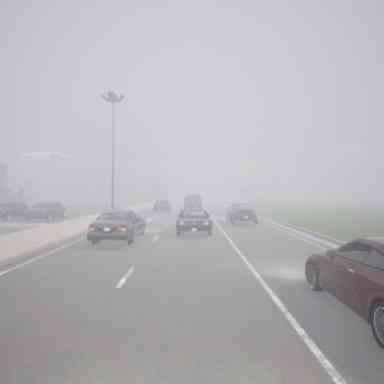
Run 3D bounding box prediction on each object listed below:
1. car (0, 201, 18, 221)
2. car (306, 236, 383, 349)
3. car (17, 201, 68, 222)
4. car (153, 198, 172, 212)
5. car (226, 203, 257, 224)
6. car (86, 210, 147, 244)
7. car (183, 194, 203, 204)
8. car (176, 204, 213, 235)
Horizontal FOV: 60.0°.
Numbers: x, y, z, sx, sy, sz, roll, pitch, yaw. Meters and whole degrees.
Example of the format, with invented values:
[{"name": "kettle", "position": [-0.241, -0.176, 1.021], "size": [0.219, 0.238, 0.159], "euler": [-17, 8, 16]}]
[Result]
[{"name": "car", "position": [-14.996, 1.501, 27.195], "size": [1.837, 1.490, 4.892], "euler": [0, 0, 0]}, {"name": "car", "position": [3.606, 1.524, 5.989], "size": [1.812, 1.442, 4.674], "euler": [0, 0, 0]}, {"name": "car", "position": [-11.505, 1.500, 26.468], "size": [1.837, 1.490, 4.892], "euler": [0, -1, 0]}, {"name": "car", "position": [-3.380, 1.481, 38.709], "size": [2.128, 1.511, 4.902], "euler": [0, 0, 0]}, {"name": "car", "position": [3.613, 1.519, 24.605], "size": [1.812, 1.442, 4.674], "euler": [0, 0, 0]}, {"name": "car", "position": [-3.393, 1.543, 15.762], "size": [2.033, 1.411, 5.357], "euler": [0, 0, 0]}, {"name": "car", "position": [0.118, 1.213, 40.410], "size": [2.150, 2.045, 5.566], "euler": [0, 0, 0]}, {"name": "car", "position": [0.110, 1.596, 18.811], "size": [1.895, 1.301, 4.718], "euler": [0, 0, 0]}]
